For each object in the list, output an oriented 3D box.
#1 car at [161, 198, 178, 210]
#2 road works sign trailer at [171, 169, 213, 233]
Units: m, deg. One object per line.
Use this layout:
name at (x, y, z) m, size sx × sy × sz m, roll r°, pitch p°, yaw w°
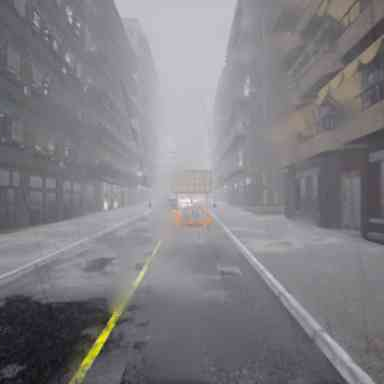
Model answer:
car at (-2.832, 1.469, 42.670) m, size 1.882 × 1.535 × 5.008 m, roll 0°, pitch 0°, yaw 0°
road works sign trailer at (-0.005, 0.461, 19.635) m, size 2.380 × 3.560 × 2.880 m, roll 0°, pitch 0°, yaw 0°
